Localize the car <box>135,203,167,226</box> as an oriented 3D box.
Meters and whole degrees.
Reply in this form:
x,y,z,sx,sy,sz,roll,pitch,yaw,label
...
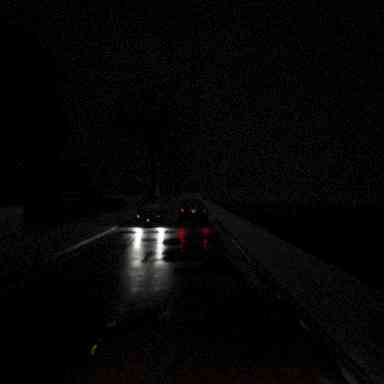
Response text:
x,y,z,sx,sy,sz,roll,pitch,yaw,label
-2.779,1.542,23.520,1.812,1.442,4.674,0,0,0,car

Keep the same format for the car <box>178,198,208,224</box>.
x,y,z,sx,sy,sz,roll,pitch,yaw,label
0.094,1.368,25.015,2.097,1.767,4.553,0,0,0,car

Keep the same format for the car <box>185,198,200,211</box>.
x,y,z,sx,sy,sz,roll,pitch,yaw,label
0.087,1.550,42.343,1.812,1.442,4.674,0,0,0,car
